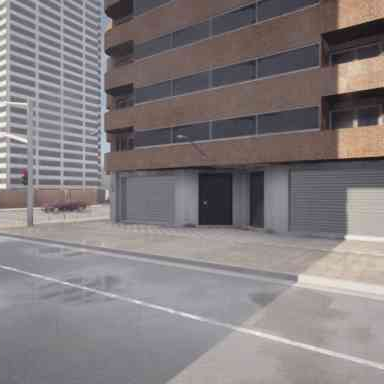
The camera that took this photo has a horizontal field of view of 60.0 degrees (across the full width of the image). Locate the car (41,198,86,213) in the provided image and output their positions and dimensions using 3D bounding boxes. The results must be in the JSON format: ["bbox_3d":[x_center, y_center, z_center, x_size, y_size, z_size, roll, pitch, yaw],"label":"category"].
[{"bbox_3d":[-14.151,1.477,36.930,1.882,1.535,5.008,0,0,35],"label":"car"}]
